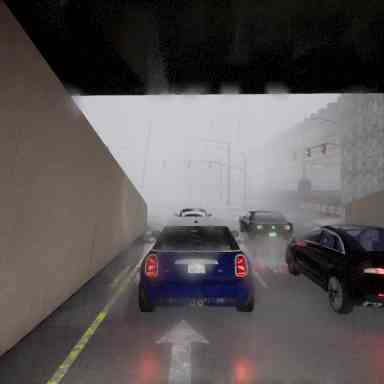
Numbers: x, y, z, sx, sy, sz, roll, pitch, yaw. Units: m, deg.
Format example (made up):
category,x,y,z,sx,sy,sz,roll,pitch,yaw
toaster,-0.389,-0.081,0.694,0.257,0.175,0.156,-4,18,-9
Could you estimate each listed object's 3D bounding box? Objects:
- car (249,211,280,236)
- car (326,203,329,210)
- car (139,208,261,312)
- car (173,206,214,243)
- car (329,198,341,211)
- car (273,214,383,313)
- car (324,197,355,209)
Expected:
category,x,y,z,sx,sy,sz,roll,pitch,yaw
car,3.585,1.601,16.949,1.895,1.301,4.718,0,0,0
car,17.504,1.453,39.339,2.038,1.542,4.974,0,0,45
car,0.081,1.352,7.888,2.097,1.767,4.553,0,0,0
car,0.063,1.526,16.940,1.812,1.442,4.674,0,0,0
car,17.403,1.453,34.732,2.038,1.542,4.974,0,0,-35
car,3.581,1.492,7.623,2.128,1.511,4.902,0,0,0
car,17.540,1.295,39.376,1.853,1.218,4.536,0,0,45
